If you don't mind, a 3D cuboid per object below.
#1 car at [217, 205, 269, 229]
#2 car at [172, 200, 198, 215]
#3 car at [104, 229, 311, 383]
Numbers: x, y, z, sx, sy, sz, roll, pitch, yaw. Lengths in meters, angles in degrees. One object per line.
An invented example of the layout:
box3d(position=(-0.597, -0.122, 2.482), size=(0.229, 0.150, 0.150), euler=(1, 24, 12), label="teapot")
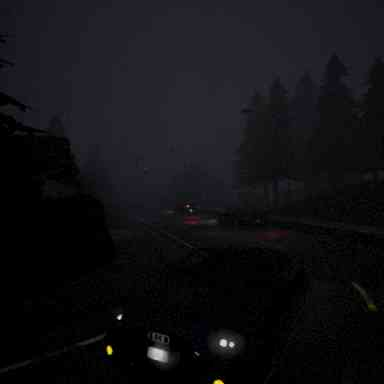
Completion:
box3d(position=(3.188, 1.561, 21.847), size=(1.882, 1.535, 5.008), euler=(0, 0, -16), label="car")
box3d(position=(-0.761, 1.616, 35.248), size=(1.837, 1.490, 4.892), euler=(0, 0, -16), label="car")
box3d(position=(0.605, 1.580, 5.335), size=(1.994, 1.385, 4.181), euler=(0, 0, 29), label="car")
